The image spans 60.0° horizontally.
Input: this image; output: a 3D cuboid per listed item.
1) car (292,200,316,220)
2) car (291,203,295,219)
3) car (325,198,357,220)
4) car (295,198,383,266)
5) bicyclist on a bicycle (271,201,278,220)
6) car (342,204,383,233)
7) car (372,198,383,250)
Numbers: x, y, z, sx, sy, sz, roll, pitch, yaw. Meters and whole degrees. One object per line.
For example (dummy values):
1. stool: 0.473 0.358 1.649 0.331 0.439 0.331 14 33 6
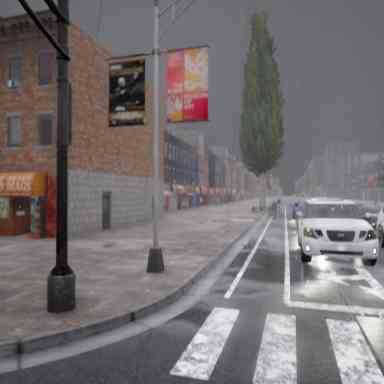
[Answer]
1. car: 10.267 1.609 30.797 1.882 1.535 5.008 0 0 16
2. car: 7.713 1.583 21.654 2.128 1.511 4.902 0 0 16
3. car: 13.625 1.487 30.736 2.097 1.767 4.553 0 0 16
4. car: 5.084 1.273 12.263 2.150 2.045 5.566 0 0 16
5. bicyclist on a bicycle: 6.806 1.568 27.480 0.582 1.620 1.656 0 0 17
6. car: 10.990 1.598 21.290 1.837 1.490 4.892 0 0 16
7. car: 8.381 1.275 11.975 2.150 2.045 5.566 0 0 16
